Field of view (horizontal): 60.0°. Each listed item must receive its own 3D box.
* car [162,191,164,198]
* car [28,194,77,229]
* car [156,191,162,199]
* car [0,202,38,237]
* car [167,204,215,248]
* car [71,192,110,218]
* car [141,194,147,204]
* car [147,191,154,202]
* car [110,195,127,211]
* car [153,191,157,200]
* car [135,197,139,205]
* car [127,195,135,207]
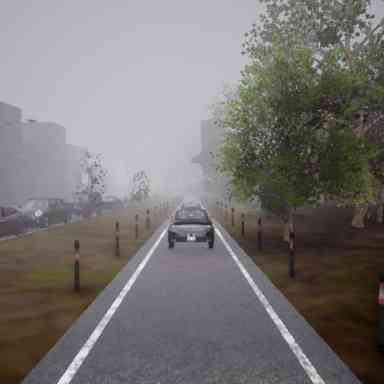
[{"bbox_3d":[-9.264,1.102,86.406,2.002,1.452,4.674,0,0,0],"label":"car"},{"bbox_3d":[-9.022,1.172,19.891,2.185,1.767,4.553,0,0,2],"label":"car"},{"bbox_3d":[-9.240,0.847,79.661,2.435,2.045,5.566,0,0,0],"label":"car"},{"bbox_3d":[-8.992,1.367,14.287,2.163,1.488,4.792,1,0,2],"label":"car"},{"bbox_3d":[-0.037,1.497,14.663,2.128,1.511,4.902,0,0,0],"label":"car"},{"bbox_3d":[-9.052,1.018,27.544,2.435,2.045,5.566,0,0,2],"label":"car"},{"bbox_3d":[-9.155,1.183,53.977,1.946,1.575,5.366,0,0,2],"label":"car"},{"bbox_3d":[-9.184,1.140,64.229,2.097,1.535,5.008,0,0,2],"label":"car"},{"bbox_3d":[-9.084,1.257,36.498,2.097,1.535,5.008,0,0,2],"label":"car"},{"bbox_3d":[-9.205,1.105,69.777,2.097,1.535,5.008,0,0,2],"label":"car"},{"bbox_3d":[-9.124,1.228,47.596,2.097,1.535,5.008,0,0,2],"label":"car"},{"bbox_3d":[-9.104,1.253,42.040,2.231,1.521,4.892,0,1,2],"label":"car"}]
